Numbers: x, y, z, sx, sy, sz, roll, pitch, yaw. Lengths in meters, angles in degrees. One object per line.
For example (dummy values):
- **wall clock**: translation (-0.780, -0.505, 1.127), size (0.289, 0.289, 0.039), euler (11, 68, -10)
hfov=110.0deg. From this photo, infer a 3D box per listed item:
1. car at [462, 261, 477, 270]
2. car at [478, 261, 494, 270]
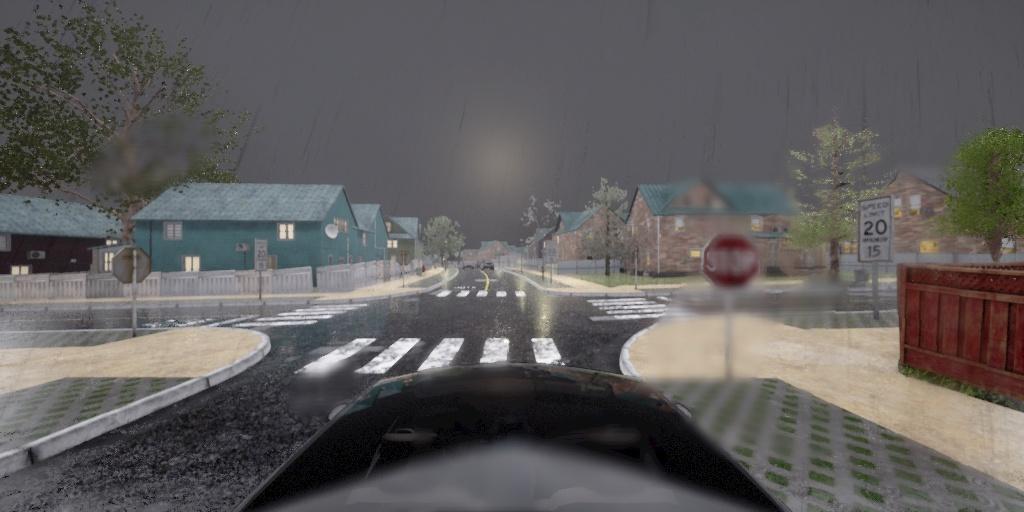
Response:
- **car**: translation (-7.473, 1.534, 60.880), size (1.837, 1.490, 4.892), euler (0, -1, -10)
- **car**: translation (-3.927, 1.493, 56.841), size (1.837, 1.490, 4.892), euler (0, -1, -10)
